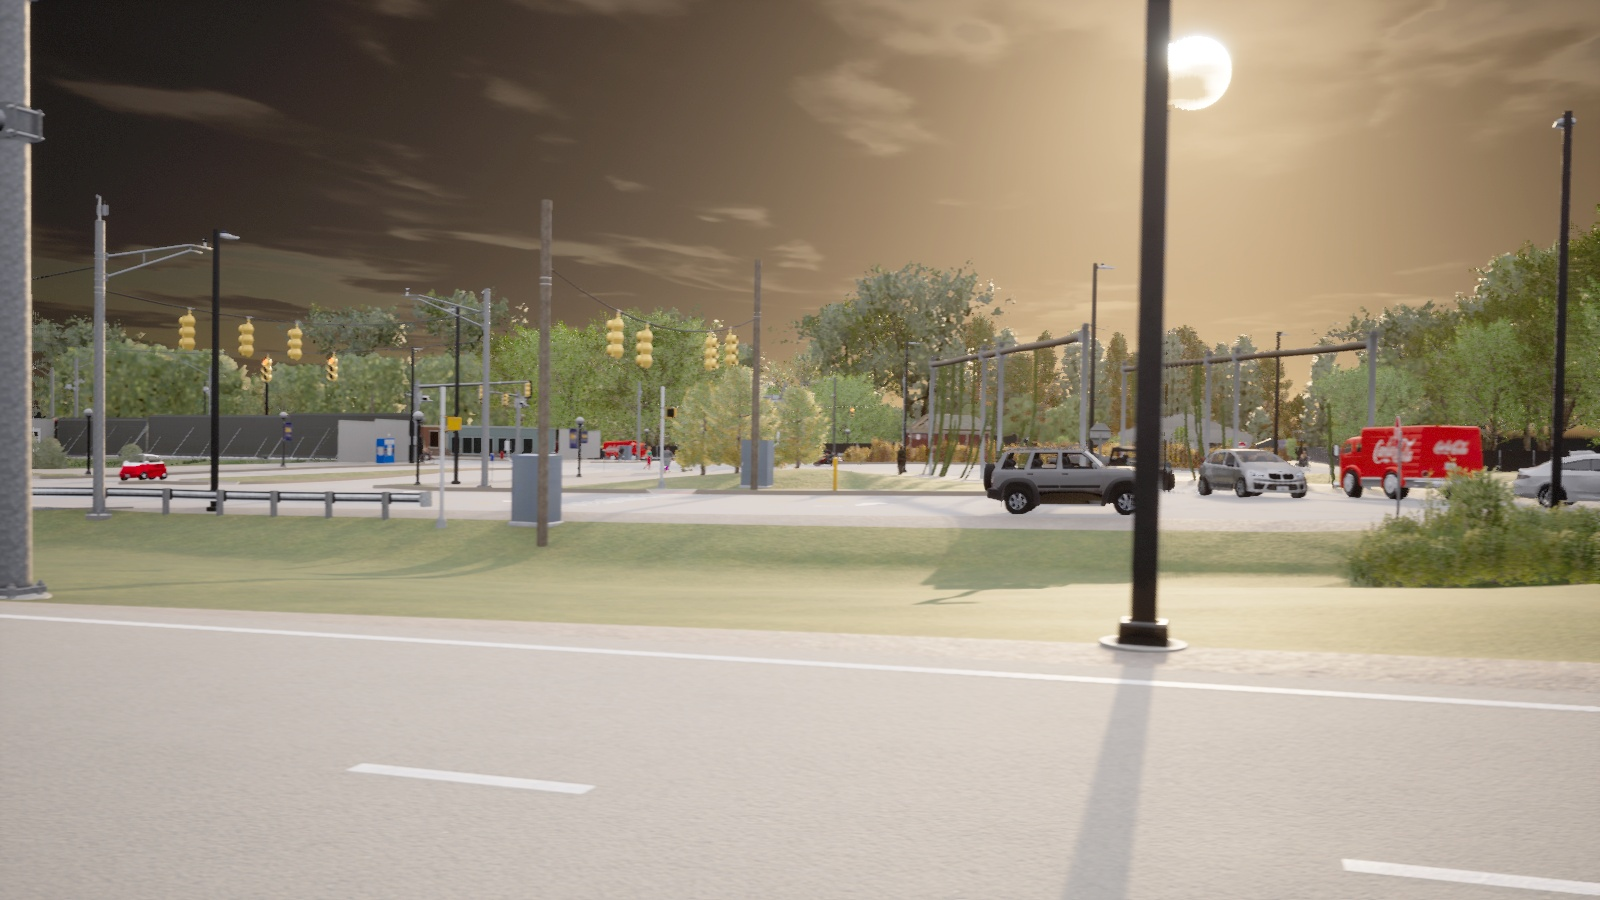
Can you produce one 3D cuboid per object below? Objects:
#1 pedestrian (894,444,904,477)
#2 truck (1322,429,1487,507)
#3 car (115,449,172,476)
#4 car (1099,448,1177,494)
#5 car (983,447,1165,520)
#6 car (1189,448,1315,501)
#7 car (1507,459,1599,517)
[{"bbox_3d":[5.944,0.633,75.278,0.395,1.930,0.692,1,1,-6],"label":"pedestrian"},{"bbox_3d":[20.569,0.608,43.077,2.627,2.467,5.204,1,-1,-8],"label":"truck"},{"bbox_3d":[-33.940,0.630,64.913,1.481,1.376,2.207,0,0,18],"label":"car"},{"bbox_3d":[14.369,0.878,53.575,1.905,1.878,3.866,1,-1,-7],"label":"car"},{"bbox_3d":[7.410,0.849,33.887,4.605,1.855,1.932,0,1,18],"label":"car"},{"bbox_3d":[15.412,0.834,43.093,2.242,1.667,4.611,1,-1,-7],"label":"car"},{"bbox_3d":[21.313,0.986,32.779,4.674,1.442,1.812,0,1,43],"label":"car"}]
